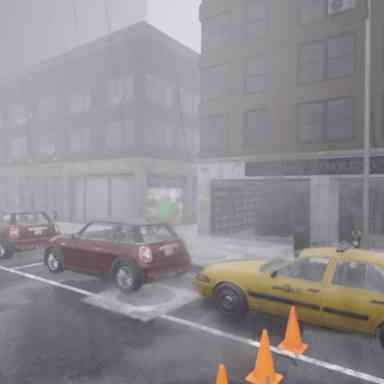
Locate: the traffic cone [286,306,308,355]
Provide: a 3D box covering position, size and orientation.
[{"bbox_3d":[1.449,1.939,4.783,0.340,0.580,0.340,1,0,36],"label":"traffic cone"}]

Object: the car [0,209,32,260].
[{"bbox_3d":[-6.580,1.305,11.959,4.097,1.590,1.967,1,0,36],"label":"car"}]

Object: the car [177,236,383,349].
[{"bbox_3d":[2.247,1.511,5.605,4.829,1.417,1.752,1,0,36],"label":"car"}]

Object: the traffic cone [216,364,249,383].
[{"bbox_3d":[0.280,1.939,3.160,0.340,0.580,0.340,1,0,36],"label":"traffic cone"}]

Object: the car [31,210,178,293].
[{"bbox_3d":[-2.097,1.366,8.732,4.097,1.590,1.967,1,0,36],"label":"car"}]

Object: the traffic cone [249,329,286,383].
[{"bbox_3d":[0.864,1.939,3.972,0.340,0.580,0.340,1,0,36],"label":"traffic cone"}]
